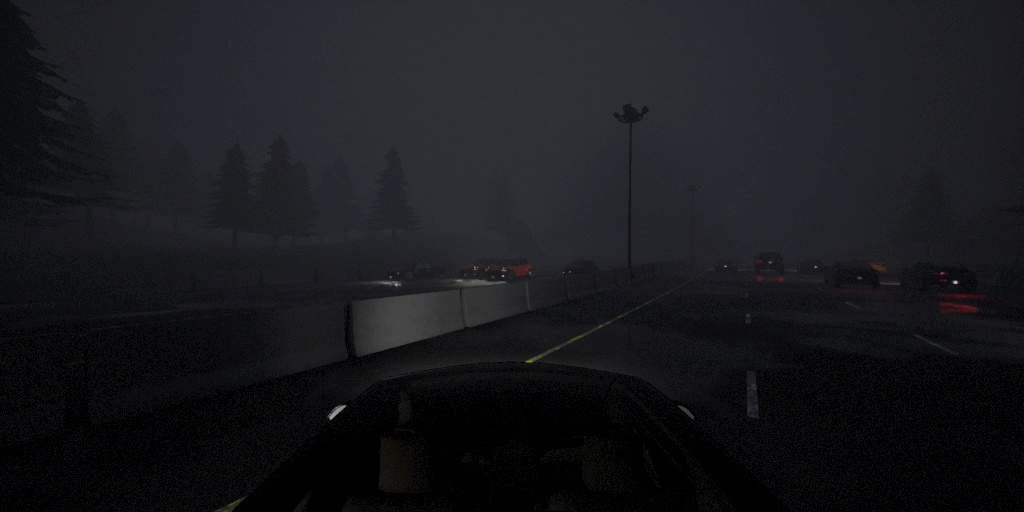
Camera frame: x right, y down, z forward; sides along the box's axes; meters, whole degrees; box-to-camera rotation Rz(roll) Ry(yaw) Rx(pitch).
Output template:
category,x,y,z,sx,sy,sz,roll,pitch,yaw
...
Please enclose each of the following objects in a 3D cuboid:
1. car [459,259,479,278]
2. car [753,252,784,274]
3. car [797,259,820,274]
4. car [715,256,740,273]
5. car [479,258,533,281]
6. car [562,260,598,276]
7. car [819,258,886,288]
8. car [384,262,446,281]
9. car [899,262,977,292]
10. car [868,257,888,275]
category,x,y,z,sx,sy,sz,roll,pitch,yaw
car,-2.594,0.986,31.366,2.097,1.767,4.553,0,0,33
car,24.675,0.628,34.485,2.150,2.045,5.566,0,1,33
car,28.739,0.936,34.320,1.994,1.385,4.181,0,1,33
car,22.119,0.956,36.980,1.994,1.385,4.181,0,1,33
car,-0.209,0.998,28.616,2.097,1.767,4.553,0,0,33
car,6.146,1.087,31.934,1.837,1.490,4.892,0,0,33
car,20.884,1.071,22.206,1.882,1.535,5.008,0,0,33
car,-7.854,1.215,29.710,2.033,1.411,5.357,0,1,33
car,23.702,1.099,20.118,1.837,1.490,4.892,0,-1,33
car,31.096,0.871,31.524,1.882,1.535,5.008,0,1,33
